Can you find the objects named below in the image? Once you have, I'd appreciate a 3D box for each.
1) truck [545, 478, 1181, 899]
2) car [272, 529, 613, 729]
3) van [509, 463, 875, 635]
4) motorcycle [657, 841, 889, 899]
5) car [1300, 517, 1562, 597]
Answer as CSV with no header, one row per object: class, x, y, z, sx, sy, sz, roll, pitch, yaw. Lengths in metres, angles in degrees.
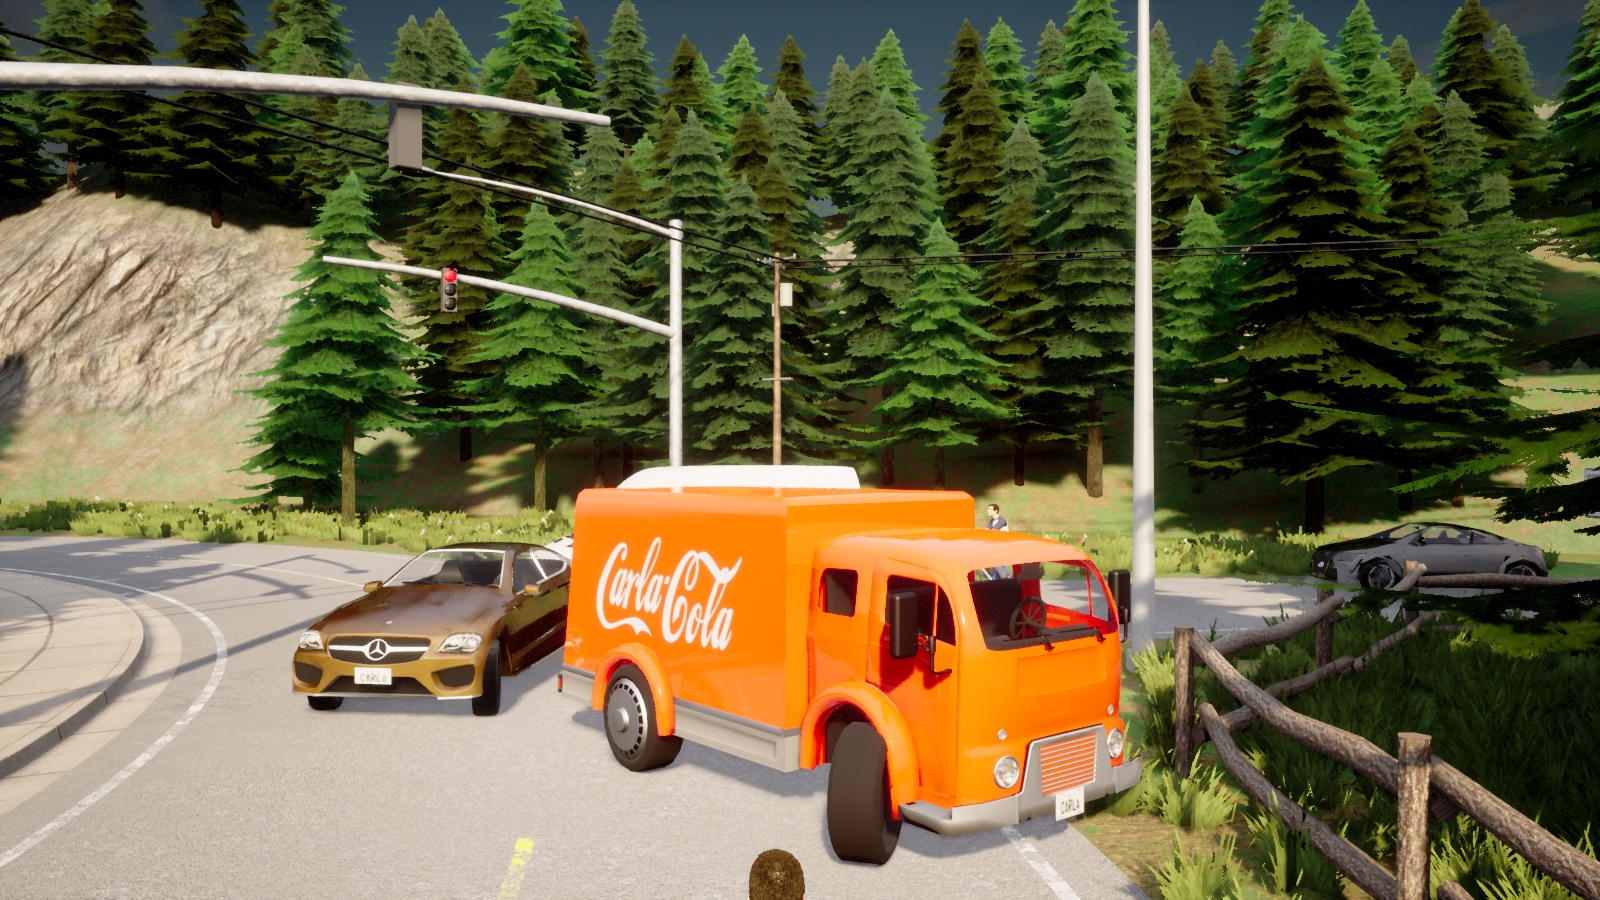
truck,0.202,1.542,9.769,2.627,2.467,5.204,0,0,-39
car,-4.038,1.970,14.038,2.152,1.651,5.027,0,0,6
van,-1.776,1.528,19.549,5.915,2.561,1.988,0,0,-27
motorcycle,-0.074,2.159,3.526,0.803,1.199,2.033,0,0,-2
car,12.589,2.119,23.051,4.181,1.385,1.994,0,0,6
